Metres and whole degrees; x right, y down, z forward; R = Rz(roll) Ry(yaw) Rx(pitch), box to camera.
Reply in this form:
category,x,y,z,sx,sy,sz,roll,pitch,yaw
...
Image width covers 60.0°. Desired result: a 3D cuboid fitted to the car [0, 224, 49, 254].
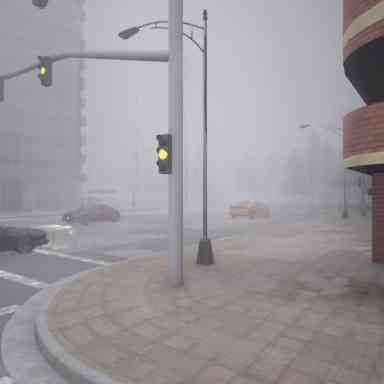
category,x,y,z,sx,sy,sz,roll,pitch,yaw
car,-7.697,1.547,11.155,2.033,1.411,5.357,0,0,36

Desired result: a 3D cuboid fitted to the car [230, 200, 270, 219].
category,x,y,z,sx,sy,sz,roll,pitch,yaw
car,5.131,1.478,28.964,1.882,1.535,5.008,0,0,36

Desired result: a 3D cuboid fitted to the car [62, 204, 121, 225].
category,x,y,z,sx,sy,sz,roll,pitch,yaw
car,-7.213,1.564,24.116,1.994,1.385,4.181,0,0,36
